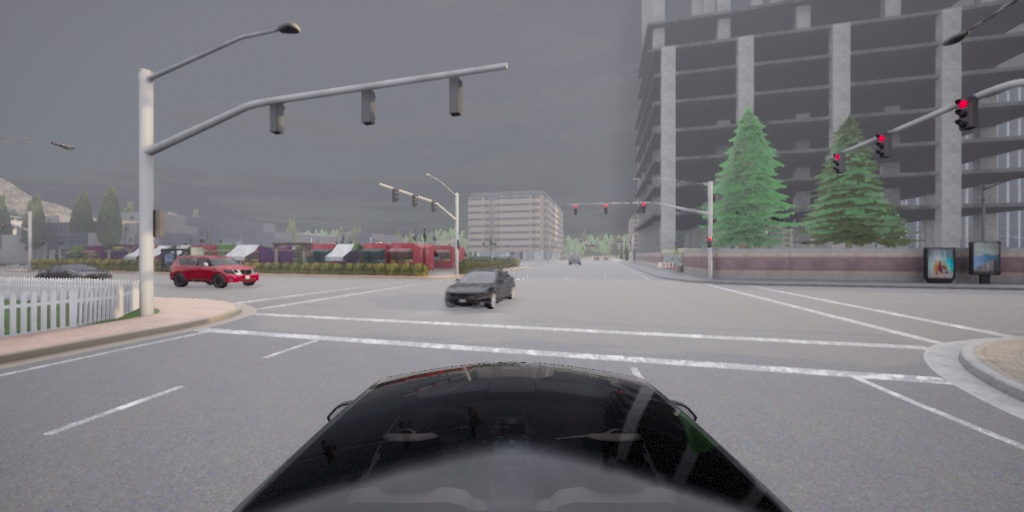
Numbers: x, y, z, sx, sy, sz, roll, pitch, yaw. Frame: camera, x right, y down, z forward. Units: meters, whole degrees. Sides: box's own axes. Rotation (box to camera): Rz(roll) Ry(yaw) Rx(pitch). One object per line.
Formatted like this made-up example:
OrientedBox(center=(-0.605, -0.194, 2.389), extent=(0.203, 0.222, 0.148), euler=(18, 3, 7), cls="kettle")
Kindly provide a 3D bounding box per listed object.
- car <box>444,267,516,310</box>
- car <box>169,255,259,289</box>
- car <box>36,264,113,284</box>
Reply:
OrientedBox(center=(-1.174, 1.289, 15.216), extent=(1.882, 1.535, 5.008), euler=(0, 1, 14), cls="car")
OrientedBox(center=(-19.465, 0.987, 23.452), extent=(5.566, 2.045, 2.150), euler=(0, 0, 14), cls="car")
OrientedBox(center=(-32.765, 1.306, 26.842), extent=(5.357, 1.411, 2.033), euler=(0, 0, 14), cls="car")
